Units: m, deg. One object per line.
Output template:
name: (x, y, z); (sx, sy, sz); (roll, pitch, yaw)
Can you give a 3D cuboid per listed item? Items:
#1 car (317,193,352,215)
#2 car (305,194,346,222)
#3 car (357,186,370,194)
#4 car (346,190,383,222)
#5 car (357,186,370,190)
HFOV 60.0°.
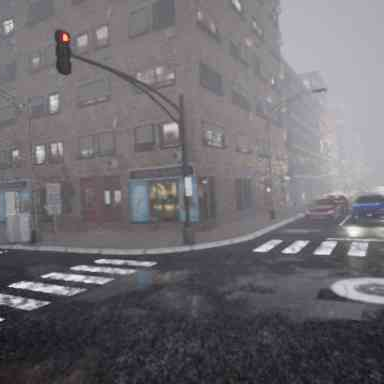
car: (10.930, 0.870, 25.406); (1.887, 1.381, 4.507); (-3, 0, 30)
car: (8.151, 1.069, 20.562); (1.802, 1.307, 4.206); (-3, 0, 30)
car: (33.196, -0.415, 64.189); (1.947, 1.339, 4.313); (-3, 0, 30)
car: (10.512, 0.863, 19.598); (1.882, 1.535, 5.008); (-3, 1, 30)
car: (30.410, -0.233, 59.334); (1.802, 1.307, 4.206); (-3, 0, 30)
